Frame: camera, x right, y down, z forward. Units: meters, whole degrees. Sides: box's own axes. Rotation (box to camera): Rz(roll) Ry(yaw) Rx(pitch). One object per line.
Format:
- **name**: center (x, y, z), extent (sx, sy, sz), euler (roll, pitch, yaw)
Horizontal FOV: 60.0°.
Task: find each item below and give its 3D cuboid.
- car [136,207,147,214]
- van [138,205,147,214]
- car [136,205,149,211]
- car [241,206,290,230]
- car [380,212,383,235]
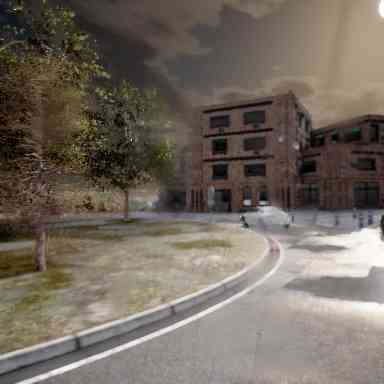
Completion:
- **car**: center (-11.126, 4.072, 73.541), extent (2.163, 1.488, 4.792), euler (0, -4, -7)
- **van**: center (-11.775, 4.216, 79.119), extent (1.878, 1.987, 4.442), euler (0, -4, -7)
- **car**: center (-10.478, 3.692, 68.096), extent (2.002, 1.452, 4.674), euler (1, -4, -7)
- **car**: center (4.996, 1.720, 22.848), extent (1.812, 1.442, 4.674), euler (0, -1, -14)
- **car**: center (11.857, 1.580, 18.871), extent (2.128, 1.511, 4.902), euler (-1, -1, 31)
